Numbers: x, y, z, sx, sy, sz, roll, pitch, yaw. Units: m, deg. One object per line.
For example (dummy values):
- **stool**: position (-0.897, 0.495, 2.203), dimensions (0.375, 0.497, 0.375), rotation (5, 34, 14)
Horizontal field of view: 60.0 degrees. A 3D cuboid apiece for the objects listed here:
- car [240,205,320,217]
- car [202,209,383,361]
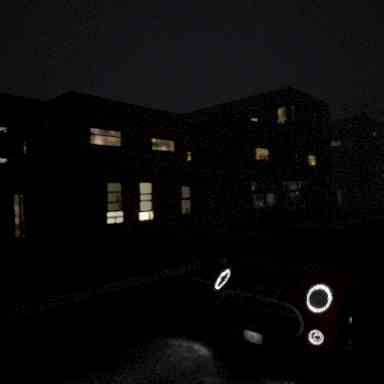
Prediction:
- **car**: position (2.462, 1.367, 10.078), dimensions (2.192, 1.841, 5.009), rotation (-3, -1, 43)
- **car**: position (2.366, 1.375, 6.207), dimensions (2.097, 1.767, 4.553), rotation (-2, -1, 44)
